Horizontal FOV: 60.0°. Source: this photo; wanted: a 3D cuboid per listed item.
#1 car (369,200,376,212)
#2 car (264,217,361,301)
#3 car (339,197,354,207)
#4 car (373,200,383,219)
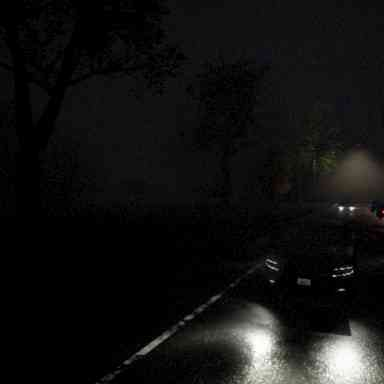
[{"bbox_3d":[21.927,1.606,38.844,1.994,1.385,4.181,0,0,26],"label":"car"},{"bbox_3d":[3.286,1.477,8.720,1.882,1.535,5.008,0,0,26],"label":"car"},{"bbox_3d":[24.227,1.572,52.010,1.812,1.442,4.674,0,0,25],"label":"car"},{"bbox_3d":[16.901,1.630,28.376,1.895,1.301,4.718,0,0,26],"label":"car"}]
